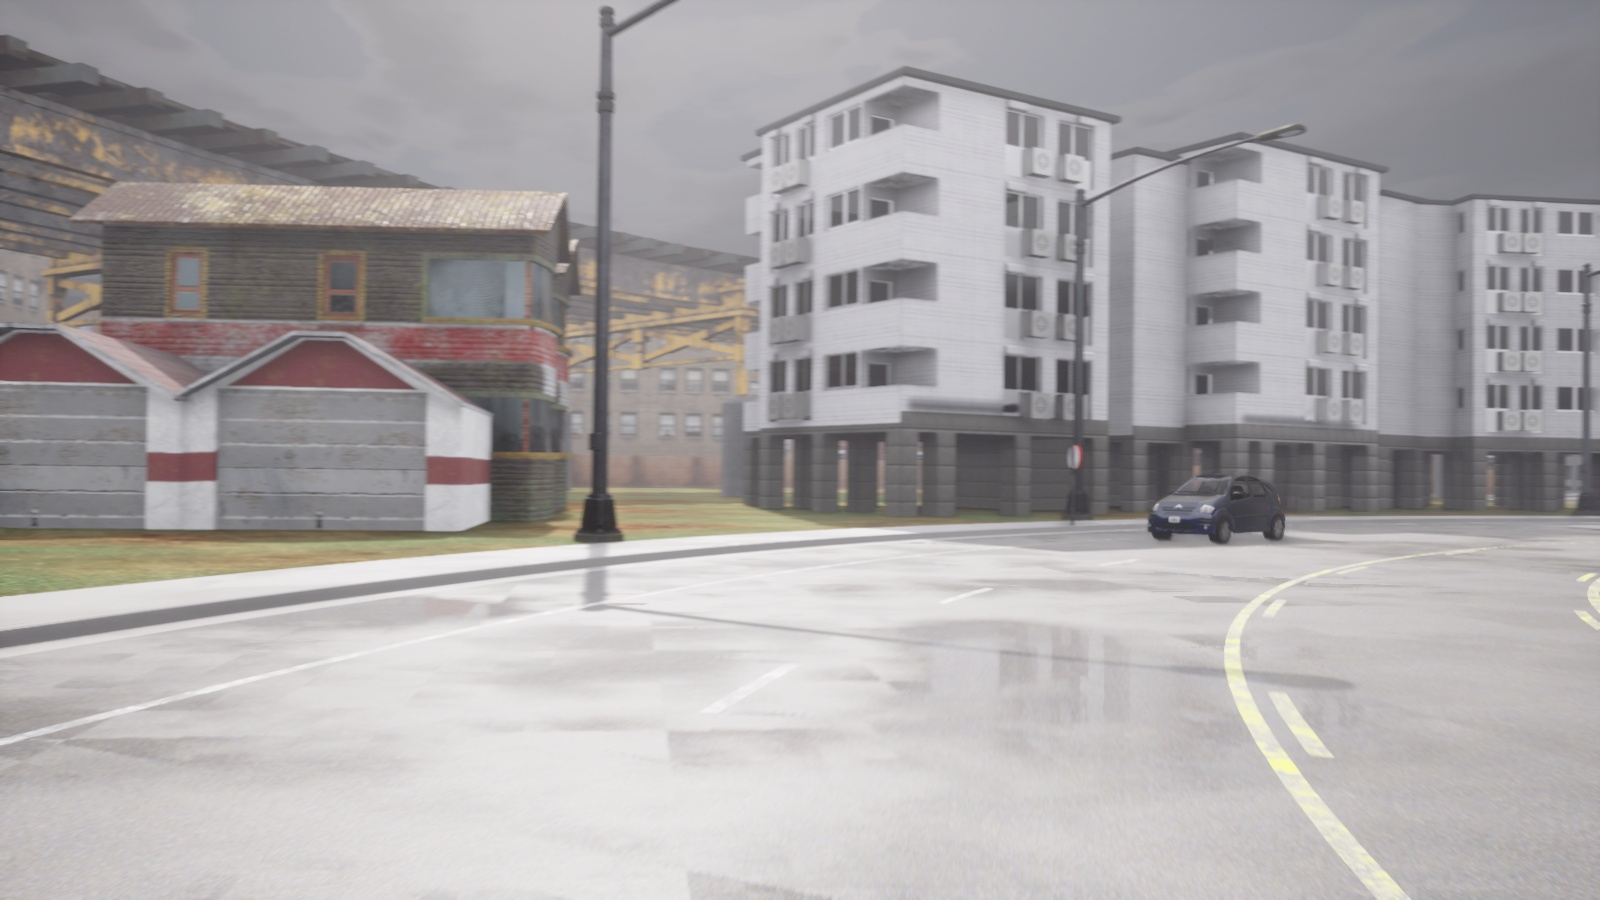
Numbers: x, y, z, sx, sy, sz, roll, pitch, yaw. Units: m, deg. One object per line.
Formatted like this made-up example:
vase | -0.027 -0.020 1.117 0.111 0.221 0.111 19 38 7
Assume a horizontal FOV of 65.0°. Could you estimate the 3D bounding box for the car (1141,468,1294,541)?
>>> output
car | 10.082 1.261 30.212 3.988 1.617 1.851 1 -1 -44
